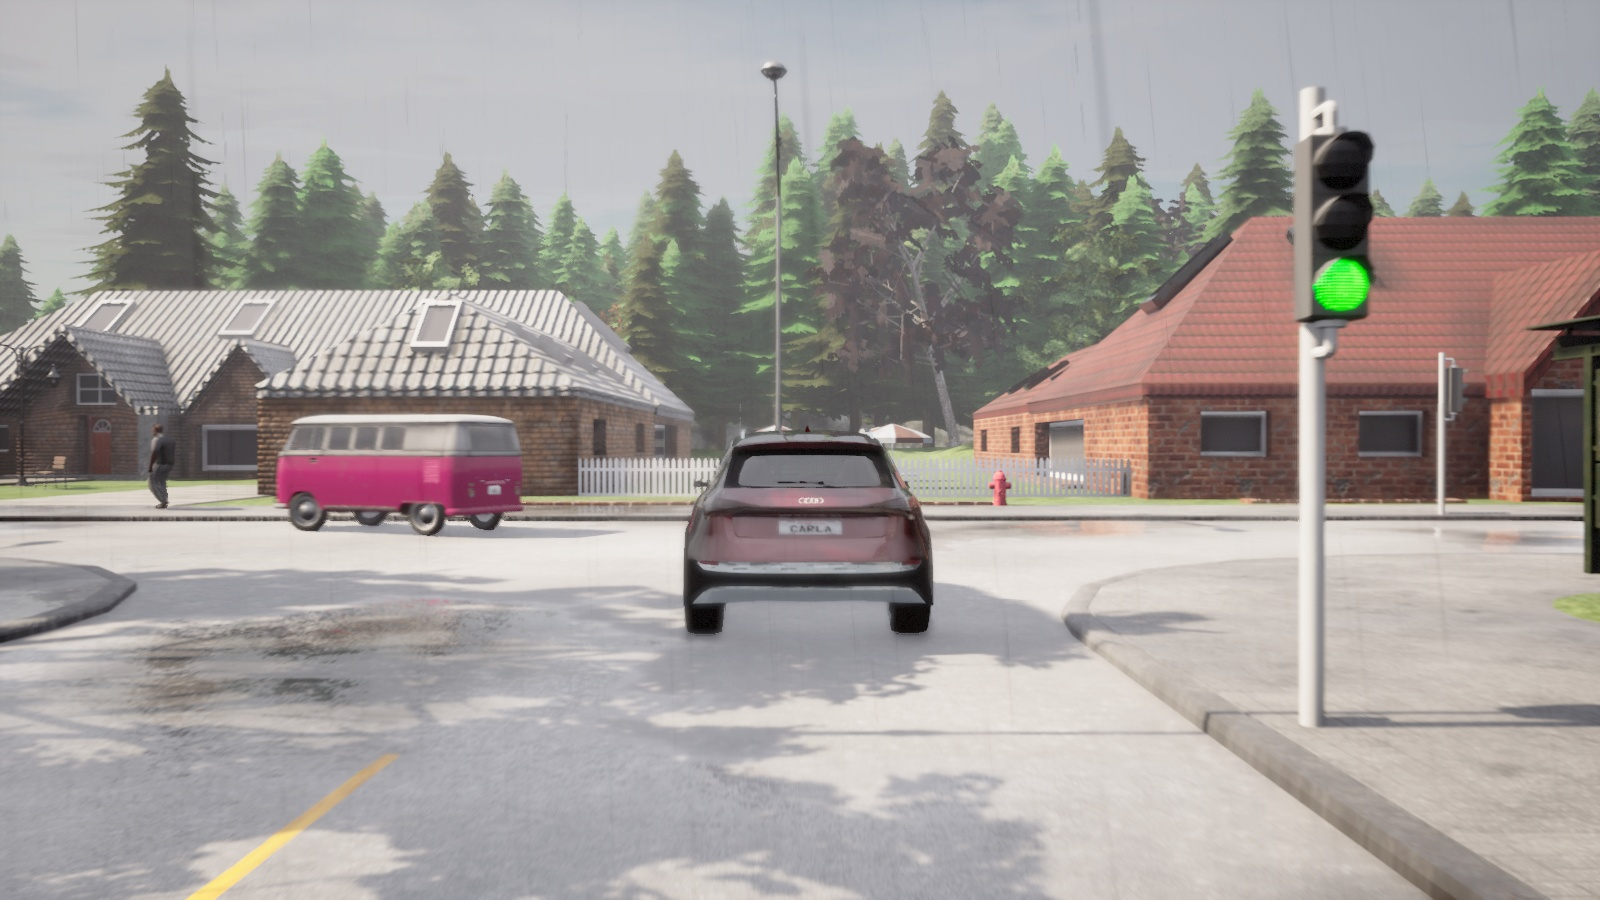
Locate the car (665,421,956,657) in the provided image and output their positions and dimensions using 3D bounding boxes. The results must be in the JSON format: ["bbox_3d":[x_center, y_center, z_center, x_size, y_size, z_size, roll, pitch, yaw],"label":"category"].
[{"bbox_3d":[0.017,0.613,11.223,2.033,1.649,4.856,0,0,-1],"label":"car"}]

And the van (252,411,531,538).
[{"bbox_3d":[-6.930,0.374,21.258,4.442,1.987,1.775,0,0,24],"label":"van"}]

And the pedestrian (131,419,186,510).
[{"bbox_3d":[-13.298,0.295,26.043,0.849,1.883,0.563,0,0,8],"label":"pedestrian"}]
